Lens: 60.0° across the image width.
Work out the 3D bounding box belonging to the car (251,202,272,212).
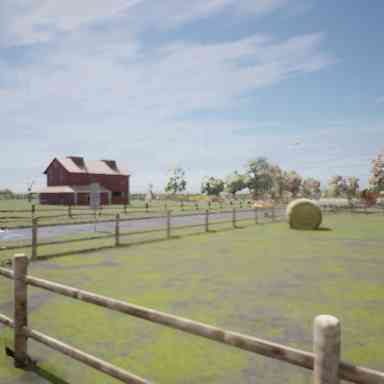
[{"bbox_3d":[10.897,2.257,52.138,1.882,1.535,5.008,-1,-1,36],"label":"car"}]
